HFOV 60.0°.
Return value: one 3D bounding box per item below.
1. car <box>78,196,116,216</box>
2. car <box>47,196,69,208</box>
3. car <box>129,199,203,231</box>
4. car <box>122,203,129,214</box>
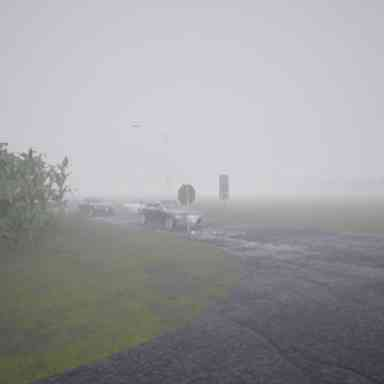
[{"bbox_3d":[-8.067,1.136,27.832,1.837,1.490,4.892,-1,1,-37],"label":"car"},{"bbox_3d":[-15.628,1.109,38.076,1.994,1.385,4.181,-1,1,-36],"label":"car"},{"bbox_3d":[-1.348,1.196,18.758,2.128,1.511,4.902,-1,1,-36],"label":"car"},{"bbox_3d":[-4.006,1.192,27.137,1.895,1.301,4.718,-1,1,-36],"label":"car"}]
